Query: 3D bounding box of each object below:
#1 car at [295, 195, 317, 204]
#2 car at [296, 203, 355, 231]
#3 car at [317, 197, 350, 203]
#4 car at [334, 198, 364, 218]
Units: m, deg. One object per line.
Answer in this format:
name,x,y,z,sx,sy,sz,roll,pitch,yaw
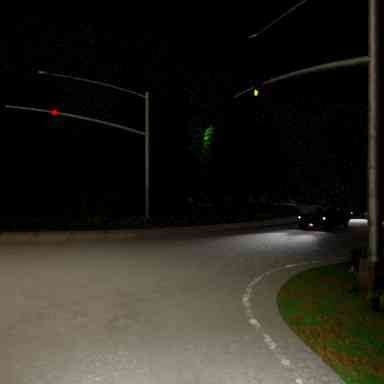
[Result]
car,19.488,1.325,56.404,2.097,1.767,4.553,0,0,-16
car,8.311,1.574,20.792,1.895,1.301,4.718,0,0,42
car,16.522,1.478,39.048,1.837,1.490,4.892,0,0,8
car,13.811,1.537,29.127,1.994,1.385,4.181,0,0,22
